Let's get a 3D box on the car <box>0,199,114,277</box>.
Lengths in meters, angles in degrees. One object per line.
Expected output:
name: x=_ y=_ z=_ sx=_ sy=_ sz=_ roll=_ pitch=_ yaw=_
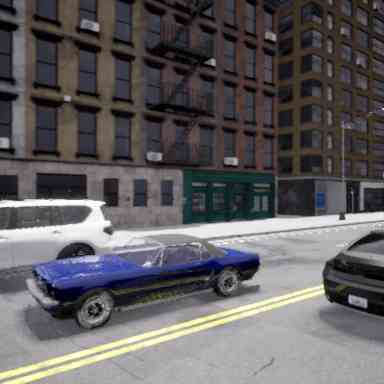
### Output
car: x=-4.709 y=1.222 z=8.285 sx=5.566 sy=2.045 sz=2.150 roll=0 pitch=0 yaw=-35

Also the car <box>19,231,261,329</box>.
car: x=-0.832 y=1.602 z=7.040 sx=4.718 sy=1.301 sz=1.895 roll=0 pitch=0 yaw=-35

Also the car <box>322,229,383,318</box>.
car: x=4.633 y=1.508 z=6.745 sx=4.892 sy=1.490 sz=1.837 roll=0 pitch=0 yaw=-35
